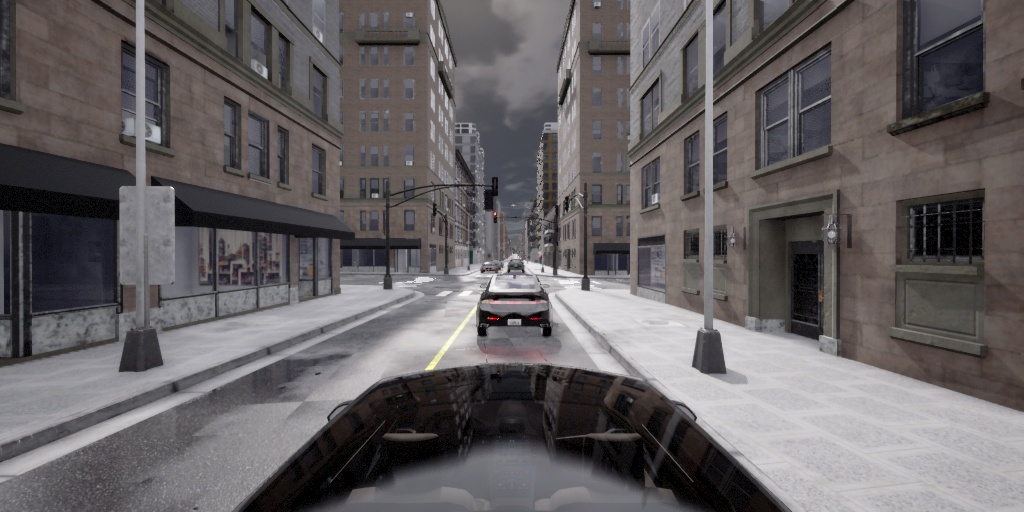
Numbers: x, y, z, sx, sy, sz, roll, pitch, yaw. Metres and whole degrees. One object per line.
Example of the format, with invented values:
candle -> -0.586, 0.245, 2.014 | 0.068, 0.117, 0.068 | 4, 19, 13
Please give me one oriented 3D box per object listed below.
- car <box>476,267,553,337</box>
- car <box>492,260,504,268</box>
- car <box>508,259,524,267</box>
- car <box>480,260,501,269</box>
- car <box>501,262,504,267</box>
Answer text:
car -> 0.075, 1.243, 10.311 | 2.128, 1.511, 4.902 | 0, 0, 1
car -> -2.491, 1.451, 64.036 | 1.895, 1.301, 4.718 | 0, 0, 1
car -> 0.523, 1.166, 47.026 | 2.097, 1.767, 4.553 | 0, 0, 1
car -> -2.713, 1.372, 43.967 | 1.994, 1.385, 4.181 | 0, 0, 1
car -> -2.617, 1.334, 53.919 | 1.837, 1.490, 4.892 | 0, 0, 0
